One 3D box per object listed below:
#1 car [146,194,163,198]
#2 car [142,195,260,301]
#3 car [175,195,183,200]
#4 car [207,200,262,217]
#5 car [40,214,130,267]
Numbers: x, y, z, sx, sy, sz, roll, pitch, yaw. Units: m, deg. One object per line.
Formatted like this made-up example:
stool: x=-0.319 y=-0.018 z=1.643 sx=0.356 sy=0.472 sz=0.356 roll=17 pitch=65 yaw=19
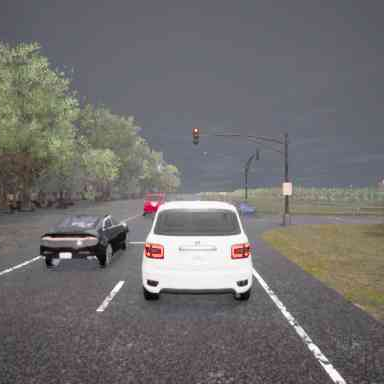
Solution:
car: x=-3.398 y=1.230 z=32.523 sx=2.150 sy=2.045 sz=5.566 roll=0 pitch=0 yaw=0
car: x=0.102 y=1.224 z=8.493 sx=2.150 sy=2.045 sz=5.566 roll=0 pitch=0 yaw=0
car: x=-3.495 y=1.553 z=92.467 sx=1.994 sy=1.385 sz=4.181 roll=0 pitch=0 yaw=0
car: x=4.355 y=1.657 z=34.805 sx=5.357 sy=1.411 sz=2.033 roll=3 pitch=1 yaw=39
car: x=-3.399 y=1.495 z=11.372 sx=2.128 sy=1.511 sz=4.902 roll=0 pitch=0 yaw=0
